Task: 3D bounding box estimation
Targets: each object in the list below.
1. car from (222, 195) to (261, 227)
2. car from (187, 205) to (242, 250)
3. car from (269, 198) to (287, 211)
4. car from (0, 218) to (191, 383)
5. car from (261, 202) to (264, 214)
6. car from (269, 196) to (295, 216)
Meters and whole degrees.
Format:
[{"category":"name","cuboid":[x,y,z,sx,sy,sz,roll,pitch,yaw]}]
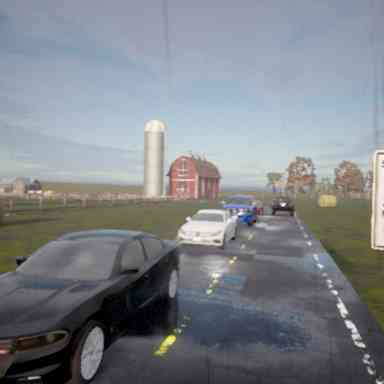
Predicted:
[{"category":"car","cuboid":[3.467,1.256,24.033,2.150,2.045,5.566,2,0,16]},{"category":"car","cuboid":[0.841,1.510,14.639,1.812,1.442,4.674,2,0,16]},{"category":"car","cuboid":[12.258,1.741,47.660,1.837,1.490,4.892,1,0,6]},{"category":"car","cuboid":[-1.624,1.420,5.633,1.882,1.535,5.008,2,0,14]},{"category":"car","cuboid":[6.296,1.573,34.096,1.882,1.535,5.008,2,0,16]},{"category":"car","cuboid":[9.652,1.404,35.312,2.150,2.045,5.566,2,0,15]}]
